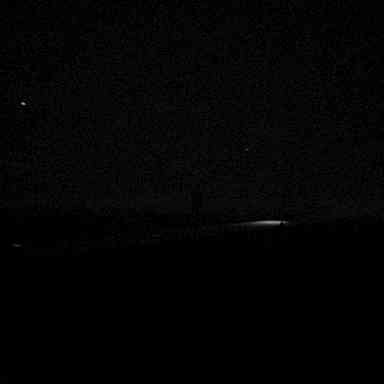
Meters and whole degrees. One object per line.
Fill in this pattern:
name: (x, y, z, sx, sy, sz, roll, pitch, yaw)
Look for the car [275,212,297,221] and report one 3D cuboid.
car: (14.152, 3.610, 49.797, 1.895, 1.301, 4.718, -2, -3, 35)
